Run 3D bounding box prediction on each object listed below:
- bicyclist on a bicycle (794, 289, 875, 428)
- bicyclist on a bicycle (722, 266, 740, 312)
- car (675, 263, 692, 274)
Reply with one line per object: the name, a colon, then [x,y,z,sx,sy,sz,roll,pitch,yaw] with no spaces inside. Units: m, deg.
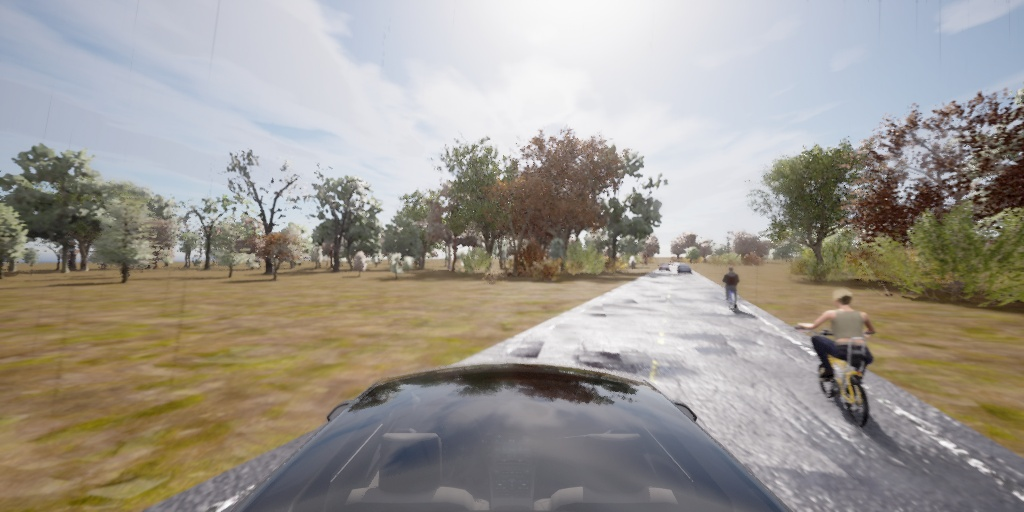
bicyclist on a bicycle: [4.310,1.230,4.719,0.866,1.612,1.509,0,-1,25]
bicyclist on a bicycle: [8.641,1.292,14.180,0.659,1.776,1.843,0,-1,24]
car: [26.239,2.008,54.632,1.994,1.385,4.181,0,-1,25]
